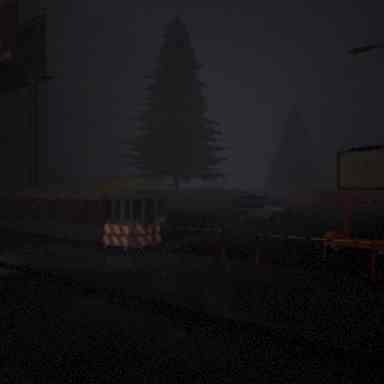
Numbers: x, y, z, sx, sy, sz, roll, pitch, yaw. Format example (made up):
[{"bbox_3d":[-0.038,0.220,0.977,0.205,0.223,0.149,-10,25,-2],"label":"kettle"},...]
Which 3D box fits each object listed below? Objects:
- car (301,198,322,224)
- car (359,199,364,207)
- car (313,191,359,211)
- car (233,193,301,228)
[{"bbox_3d":[6.432,1.347,23.098,4.193,1.474,1.816,0,0,35],"label":"car"},{"bbox_3d":[21.912,1.294,46.844,3.988,1.617,1.851,0,0,35],"label":"car"},{"bbox_3d":[18.788,1.126,43.566,4.605,1.855,1.932,0,0,35],"label":"car"},{"bbox_3d":[4.493,1.158,21.040,3.866,1.878,1.905,0,0,35],"label":"car"}]
